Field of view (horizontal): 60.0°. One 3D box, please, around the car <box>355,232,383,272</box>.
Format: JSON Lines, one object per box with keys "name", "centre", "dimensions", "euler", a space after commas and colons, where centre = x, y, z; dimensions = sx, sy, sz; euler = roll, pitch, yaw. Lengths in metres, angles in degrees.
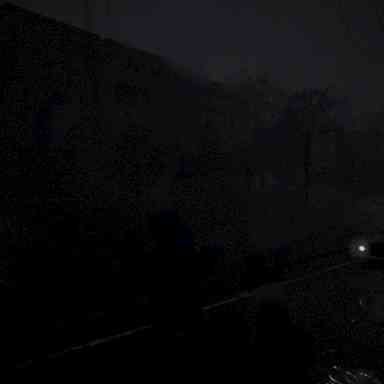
{"name": "car", "centre": [6.690, 1.602, 9.860], "dimensions": [4.718, 1.301, 1.895], "euler": [0, 0, -41]}
